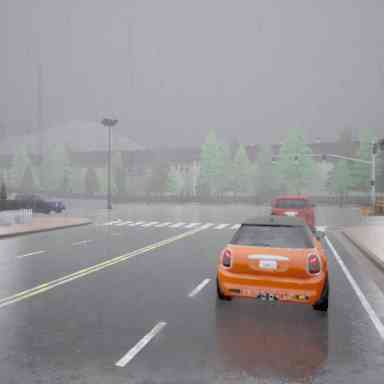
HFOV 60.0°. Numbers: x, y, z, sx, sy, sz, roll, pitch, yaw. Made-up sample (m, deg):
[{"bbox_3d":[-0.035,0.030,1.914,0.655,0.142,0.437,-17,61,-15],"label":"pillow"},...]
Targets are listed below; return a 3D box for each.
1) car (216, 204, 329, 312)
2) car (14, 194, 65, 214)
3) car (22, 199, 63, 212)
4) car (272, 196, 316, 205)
[{"bbox_3d":[2.082,1.351,8.093,2.097,1.767,4.553,0,0,19],"label":"car"},{"bbox_3d":[-16.272,1.217,35.262,5.566,2.045,2.150,0,0,16],"label":"car"},{"bbox_3d":[-17.649,1.555,39.297,4.181,1.385,1.994,0,0,16],"label":"car"},{"bbox_3d":[5.500,1.223,18.143,2.150,2.045,5.566,0,0,18],"label":"car"}]
